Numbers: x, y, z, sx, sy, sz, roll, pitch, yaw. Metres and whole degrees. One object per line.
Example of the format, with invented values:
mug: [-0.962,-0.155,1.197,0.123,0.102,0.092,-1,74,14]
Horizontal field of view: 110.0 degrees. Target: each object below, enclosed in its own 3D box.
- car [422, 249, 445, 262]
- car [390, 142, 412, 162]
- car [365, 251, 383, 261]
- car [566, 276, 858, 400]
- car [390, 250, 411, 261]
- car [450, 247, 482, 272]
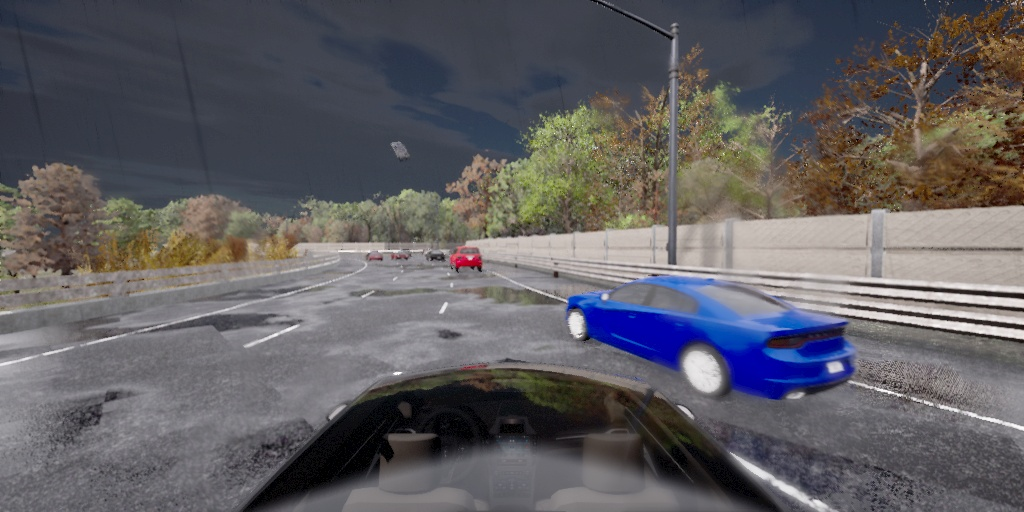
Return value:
car: [-10.422,0.021,48.406,1.882,1.535,5.008,-1,2,-24]
car: [-16.056,-15.103,51.653,2.128,1.511,4.902,-19,52,-27]
car: [-20.100,0.016,52.265,1.994,1.385,4.181,-1,2,-31]
car: [2.864,1.099,6.523,1.882,1.535,5.008,-1,2,-23]
car: [-16.909,0.012,53.725,1.895,1.301,4.718,-1,2,-30]
car: [-3.941,0.230,30.292,2.150,2.045,5.566,0,2,-16]
